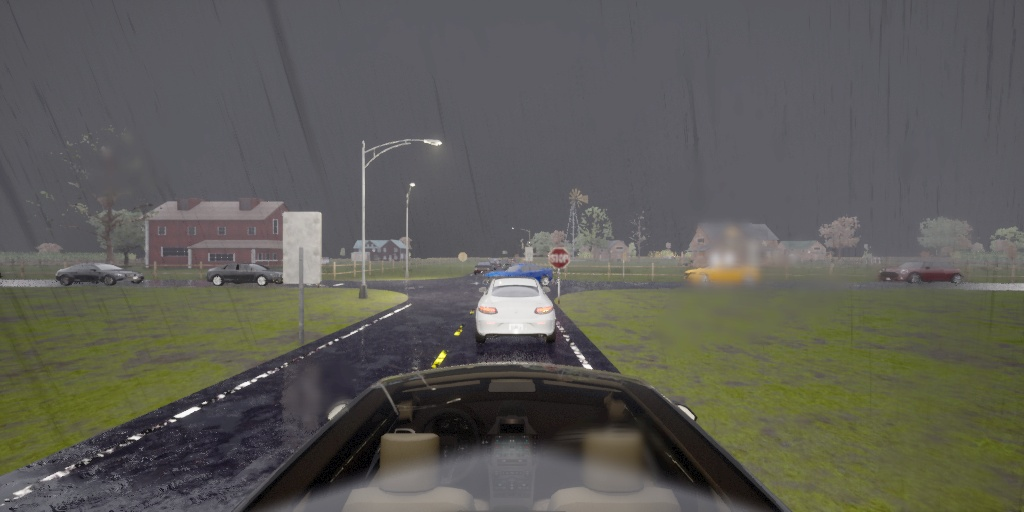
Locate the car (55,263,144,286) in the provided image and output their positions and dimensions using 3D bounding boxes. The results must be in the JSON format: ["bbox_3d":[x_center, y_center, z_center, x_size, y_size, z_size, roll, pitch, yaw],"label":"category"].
[{"bbox_3d":[-27.533,1.196,23.992,4.674,1.442,1.812,0,0,0],"label":"car"}]

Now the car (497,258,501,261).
[{"bbox_3d":[-3.013,1.283,49.775,2.033,1.411,5.357,0,0,0],"label":"car"}]

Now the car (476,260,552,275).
[{"bbox_3d":[0.434,1.224,23.016,5.008,1.535,1.882,0,-1,-40],"label":"car"}]

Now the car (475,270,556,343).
[{"bbox_3d":[0.073,1.275,9.582,1.812,1.442,4.674,0,0,0],"label":"car"}]

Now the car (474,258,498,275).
[{"bbox_3d":[-3.015,1.288,39.635,2.033,1.411,5.357,0,0,1],"label":"car"}]

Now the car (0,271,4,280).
[{"bbox_3d":[-37.521,1.246,24.038,4.718,1.301,1.895,0,0,0],"label":"car"}]

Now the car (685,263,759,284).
[{"bbox_3d":[15.572,1.277,26.771,5.008,1.535,1.882,0,0,0],"label":"car"}]

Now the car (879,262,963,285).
[{"bbox_3d":[30.323,1.211,26.707,4.553,1.767,2.097,0,0,0],"label":"car"}]

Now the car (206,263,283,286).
[{"bbox_3d":[-17.548,1.203,23.950,4.892,1.490,1.837,0,0,0],"label":"car"}]
